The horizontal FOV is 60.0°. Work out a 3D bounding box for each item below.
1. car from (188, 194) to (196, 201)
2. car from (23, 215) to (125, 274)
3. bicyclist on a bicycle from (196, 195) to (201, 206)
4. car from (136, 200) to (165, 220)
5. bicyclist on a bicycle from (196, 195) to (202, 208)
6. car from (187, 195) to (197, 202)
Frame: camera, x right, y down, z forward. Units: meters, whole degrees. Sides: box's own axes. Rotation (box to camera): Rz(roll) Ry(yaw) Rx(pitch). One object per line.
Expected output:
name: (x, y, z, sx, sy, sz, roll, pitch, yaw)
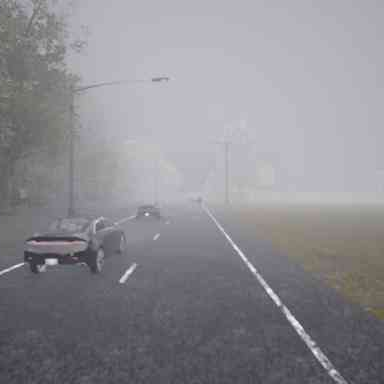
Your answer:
car: (0.014, 1.337, 79.604, 1.812, 1.442, 4.674, 0, 0, 0)
car: (-3.398, 1.466, 10.473, 2.128, 1.511, 4.902, 0, 0, 0)
bicyclist on a bicycle: (0.979, 1.317, 50.834, 0.866, 1.612, 1.509, 0, 0, 0)
car: (-3.398, 1.440, 27.576, 1.837, 1.490, 4.892, 0, 0, 0)
bicyclist on a bicycle: (0.969, 1.357, 40.882, 0.582, 1.620, 1.656, 0, 0, 0)
car: (0.011, 1.391, 69.398, 1.994, 1.385, 4.181, 0, 0, 0)
